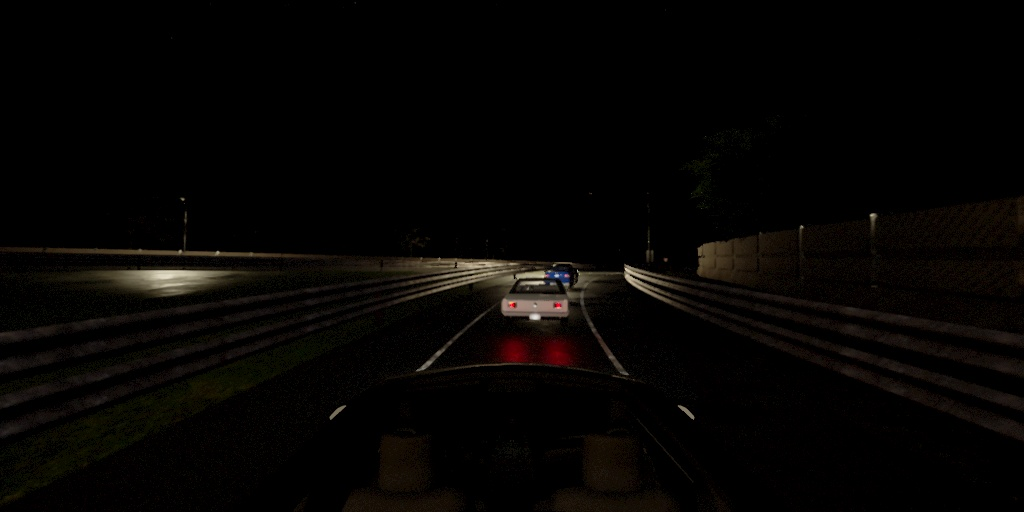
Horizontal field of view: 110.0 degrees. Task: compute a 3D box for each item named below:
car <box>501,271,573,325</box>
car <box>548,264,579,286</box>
[{"bbox_3d":[0.919,1.358,11.895,1.895,1.301,4.718,0,0,8],"label":"car"},{"bbox_3d":[3.450,1.276,24.604,2.033,1.411,5.357,-1,0,16],"label":"car"}]
